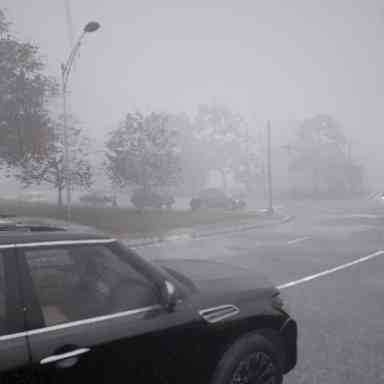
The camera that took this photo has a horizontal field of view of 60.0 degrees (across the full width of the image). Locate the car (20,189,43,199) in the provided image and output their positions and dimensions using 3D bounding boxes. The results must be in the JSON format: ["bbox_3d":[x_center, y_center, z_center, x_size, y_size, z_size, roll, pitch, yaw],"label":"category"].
[{"bbox_3d":[-25.956,0.242,53.634,4.674,1.442,1.812,2,4,35],"label":"car"}]

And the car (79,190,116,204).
[{"bbox_3d":[-12.854,0.858,44.528,4.718,1.301,1.895,2,3,35],"label":"car"}]

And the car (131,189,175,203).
[{"bbox_3d":[-4.597,0.678,38.818,5.566,2.045,2.150,1,3,35],"label":"car"}]

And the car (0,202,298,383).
[{"bbox_3d":[-1.482,1.224,2.851,5.566,2.045,2.150,0,0,-36],"label":"car"}]

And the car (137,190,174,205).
[{"bbox_3d":[-4.740,0.631,43.173,4.553,1.767,2.097,1,3,35],"label":"car"}]

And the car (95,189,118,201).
[{"bbox_3d":[-12.910,0.393,48.805,4.553,1.767,2.097,2,4,35],"label":"car"}]

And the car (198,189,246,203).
[{"bbox_3d":[3.183,0.844,33.461,4.553,1.767,2.097,0,2,35],"label":"car"}]

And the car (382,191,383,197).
[{"bbox_3d":[27.377,-0.070,45.607,1.994,1.385,4.181,-1,2,33],"label":"car"}]
